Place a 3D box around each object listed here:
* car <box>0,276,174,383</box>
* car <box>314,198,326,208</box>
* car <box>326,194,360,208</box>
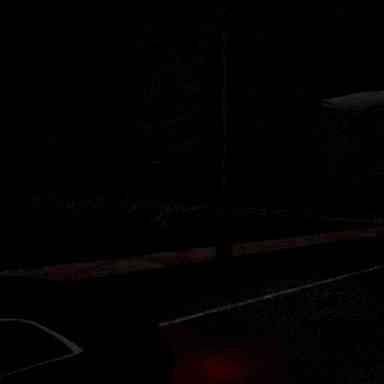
[{"bbox_3d":[-2.442,1.503,2.228,4.892,1.490,1.837,0,0,-35],"label":"car"},{"bbox_3d":[18.916,1.259,46.857,3.866,1.878,1.905,0,0,-37],"label":"car"},{"bbox_3d":[20.733,1.258,45.076,4.605,1.855,1.932,0,0,-37],"label":"car"}]
